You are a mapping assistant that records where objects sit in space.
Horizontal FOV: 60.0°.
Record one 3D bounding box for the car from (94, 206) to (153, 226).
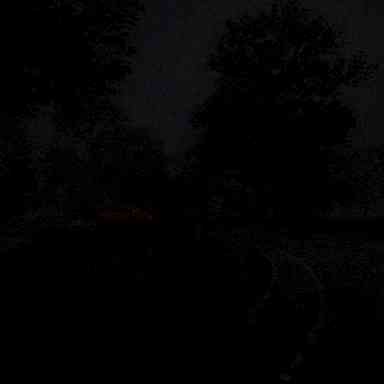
[{"bbox_3d":[-5.740,1.954,27.634,5.008,1.535,1.882,-1,-2,17],"label":"car"}]
